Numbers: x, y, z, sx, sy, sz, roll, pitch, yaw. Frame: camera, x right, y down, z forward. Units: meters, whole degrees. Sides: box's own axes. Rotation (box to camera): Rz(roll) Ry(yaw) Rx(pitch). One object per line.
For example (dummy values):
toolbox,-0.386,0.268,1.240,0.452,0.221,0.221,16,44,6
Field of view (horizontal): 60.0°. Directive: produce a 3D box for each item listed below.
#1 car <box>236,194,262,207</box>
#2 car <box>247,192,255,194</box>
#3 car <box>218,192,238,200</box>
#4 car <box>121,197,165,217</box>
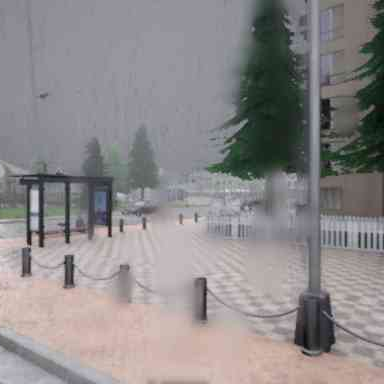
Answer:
car,8.971,1.499,50.237,1.837,1.490,4.892,0,0,35
car,14.002,1.385,81.545,3.633,1.501,1.845,0,0,35
car,9.641,1.397,88.248,3.806,1.475,1.970,0,0,35
car,-4.510,1.516,31.191,1.812,1.442,4.674,0,0,35
